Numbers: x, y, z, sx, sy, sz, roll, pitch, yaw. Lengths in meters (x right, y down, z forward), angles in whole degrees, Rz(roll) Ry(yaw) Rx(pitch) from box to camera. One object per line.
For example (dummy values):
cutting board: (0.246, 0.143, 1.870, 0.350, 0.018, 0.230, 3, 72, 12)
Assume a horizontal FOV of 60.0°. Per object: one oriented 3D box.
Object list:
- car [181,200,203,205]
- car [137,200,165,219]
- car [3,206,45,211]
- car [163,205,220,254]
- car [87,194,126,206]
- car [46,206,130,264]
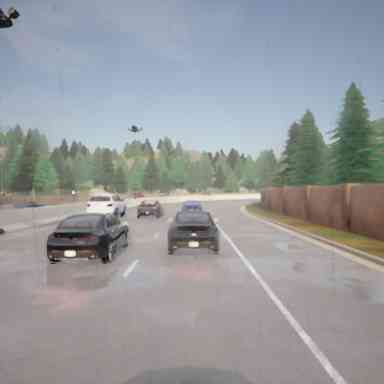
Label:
car: (0.028, 1.449, 29.648, 1.812, 1.442, 4.674, 0, 0, 1)
car: (-3.475, 1.426, 28.588, 2.128, 1.511, 4.902, 0, 0, 1)
car: (-14.162, 1.509, 27.806, 2.033, 1.411, 5.357, 0, 0, 0)
car: (0.050, 1.470, 13.344, 1.837, 1.490, 4.892, 0, 0, 0)
car: (-6.990, 1.167, 27.652, 2.150, 2.045, 5.566, 0, 0, 0)
car: (-3.446, 1.483, 11.806, 1.837, 1.490, 4.892, 0, 0, 0)
